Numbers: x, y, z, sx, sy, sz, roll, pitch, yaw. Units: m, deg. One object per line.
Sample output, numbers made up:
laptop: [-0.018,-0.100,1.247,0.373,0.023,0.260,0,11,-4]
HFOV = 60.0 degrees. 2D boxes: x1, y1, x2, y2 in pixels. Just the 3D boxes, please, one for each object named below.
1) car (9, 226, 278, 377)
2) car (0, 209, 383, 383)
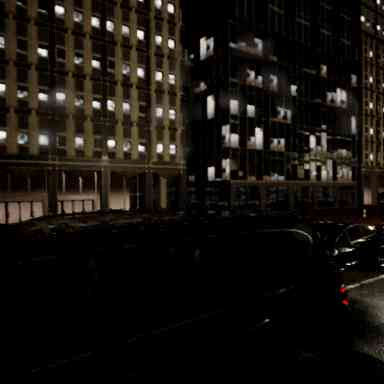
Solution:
car: [-0.672,1.526,6.087,4.507,1.381,1.887,0,0,-35]
car: [-0.965,1.220,2.671,5.566,2.045,2.150,0,0,-35]
